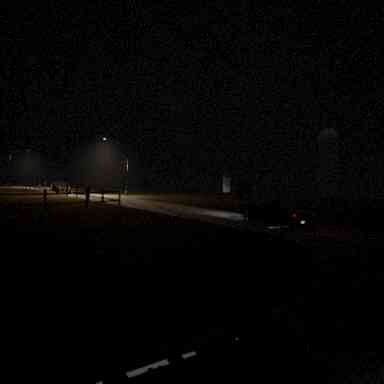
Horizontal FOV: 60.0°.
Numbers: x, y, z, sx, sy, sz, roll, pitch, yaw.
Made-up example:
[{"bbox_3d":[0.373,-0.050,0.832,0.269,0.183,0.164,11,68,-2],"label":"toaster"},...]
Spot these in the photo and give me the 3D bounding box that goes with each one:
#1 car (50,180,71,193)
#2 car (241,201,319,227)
[{"bbox_3d":[-19.481,-0.826,49.388,2.097,1.767,4.553,2,1,-36],"label":"car"},{"bbox_3d":[4.671,1.128,18.620,1.895,1.301,4.718,2,1,-24],"label":"car"}]
